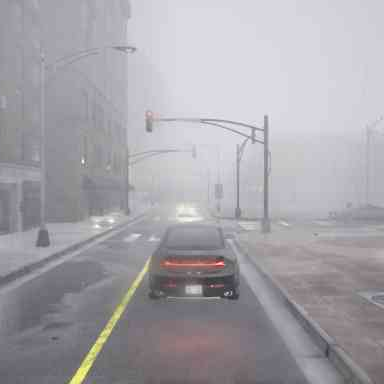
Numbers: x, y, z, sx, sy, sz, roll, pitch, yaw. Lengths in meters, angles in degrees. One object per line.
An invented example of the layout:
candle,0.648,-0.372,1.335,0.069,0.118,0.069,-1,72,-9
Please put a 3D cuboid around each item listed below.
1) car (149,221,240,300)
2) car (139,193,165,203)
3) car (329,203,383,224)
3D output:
car,0.060,1.505,8.385,1.837,1.490,4.892,0,0,1
car,-8.384,1.294,70.057,5.566,2.045,2.150,0,0,9
car,12.067,1.515,23.772,4.181,1.385,1.994,0,0,0
